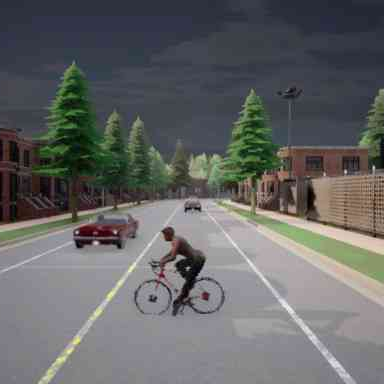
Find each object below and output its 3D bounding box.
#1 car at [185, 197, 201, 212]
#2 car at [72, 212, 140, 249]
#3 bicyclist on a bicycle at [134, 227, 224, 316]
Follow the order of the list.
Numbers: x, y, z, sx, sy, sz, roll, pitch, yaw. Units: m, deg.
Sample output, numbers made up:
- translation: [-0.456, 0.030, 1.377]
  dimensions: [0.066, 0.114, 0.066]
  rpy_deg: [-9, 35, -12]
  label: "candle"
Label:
- translation: [0.097, 1.600, 38.992]
  dimensions: [1.895, 1.301, 4.718]
  rpy_deg: [0, 0, 0]
  label: "car"
- translation: [-3.582, 1.601, 14.603]
  dimensions: [1.895, 1.301, 4.718]
  rpy_deg: [0, 0, 0]
  label: "car"
- translation: [-0.246, 1.453, 6.051]
  dimensions: [1.656, 1.620, 0.582]
  rpy_deg: [-2, 0, 0]
  label: "bicyclist on a bicycle"
